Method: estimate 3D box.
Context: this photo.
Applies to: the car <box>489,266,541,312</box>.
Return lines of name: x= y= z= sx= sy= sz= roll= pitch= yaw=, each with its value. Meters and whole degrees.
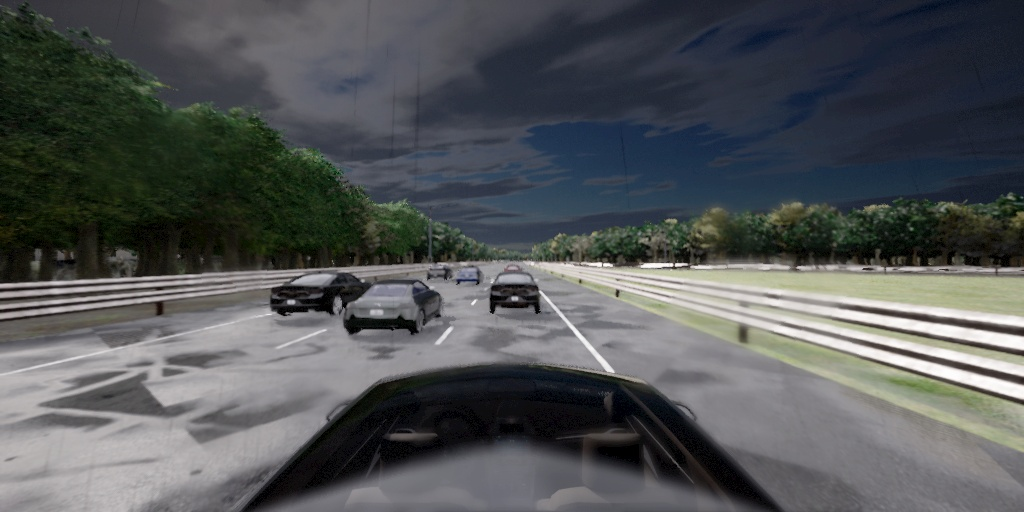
car: x=0.102 y=1.353 z=14.881 sx=1.882 sy=1.535 sz=5.008 roll=0 pitch=-1 yaw=0

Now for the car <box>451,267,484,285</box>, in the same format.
car: x=-3.397 y=1.568 z=29.515 sx=2.033 sy=1.411 sz=5.357 roll=0 pitch=-1 yaw=0

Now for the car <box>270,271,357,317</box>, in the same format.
car: x=-6.899 y=1.314 z=13.685 sx=1.882 sy=1.535 sz=5.008 roll=0 pitch=-1 yaw=0

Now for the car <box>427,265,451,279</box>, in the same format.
car: x=-6.895 y=1.567 z=34.750 sx=2.128 sy=1.511 sz=4.902 roll=0 pitch=-1 yaw=0

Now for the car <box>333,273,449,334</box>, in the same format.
car: x=-3.400 y=1.402 z=11.013 sx=1.994 sy=1.385 sz=4.181 roll=0 pitch=-1 yaw=0
